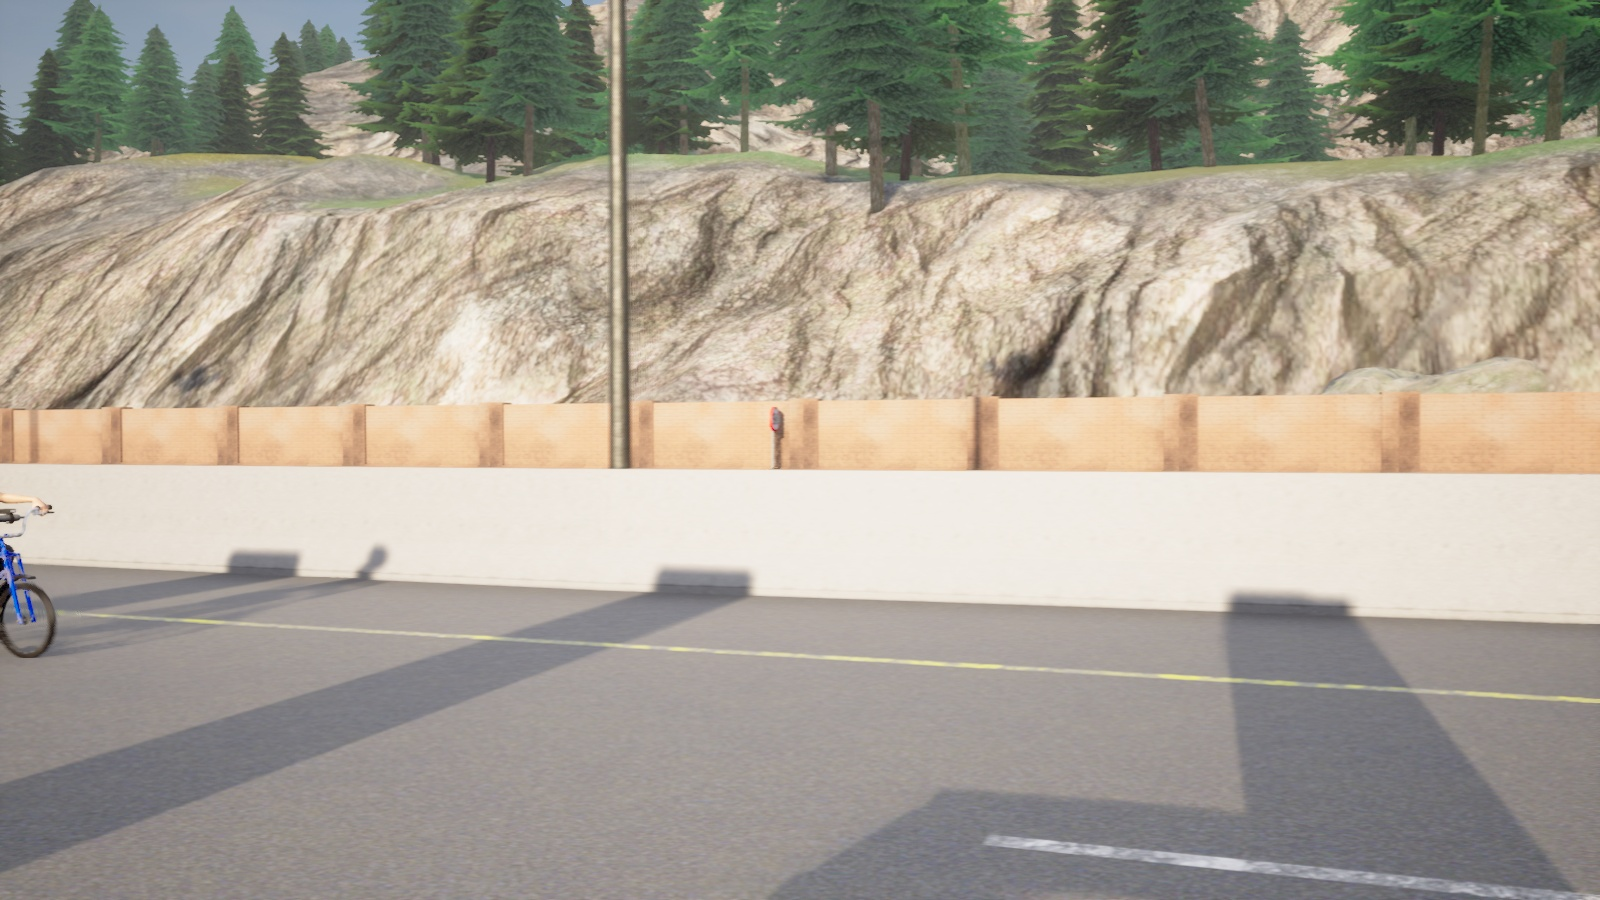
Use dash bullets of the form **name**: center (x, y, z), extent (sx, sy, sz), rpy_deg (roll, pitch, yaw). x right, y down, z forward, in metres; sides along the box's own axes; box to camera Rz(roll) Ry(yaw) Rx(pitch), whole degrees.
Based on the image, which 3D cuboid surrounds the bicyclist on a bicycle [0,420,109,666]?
- **bicyclist on a bicycle**: center (-5.834, 0.599, 8.879), extent (1.509, 1.612, 0.866), rpy_deg (1, 1, 19)
